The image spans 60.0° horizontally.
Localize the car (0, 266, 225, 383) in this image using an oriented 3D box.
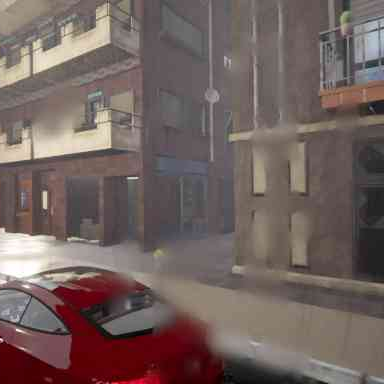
[{"bbox_3d":[-1.613,1.583,3.999,4.206,1.307,1.802,0,-1,36],"label":"car"}]
